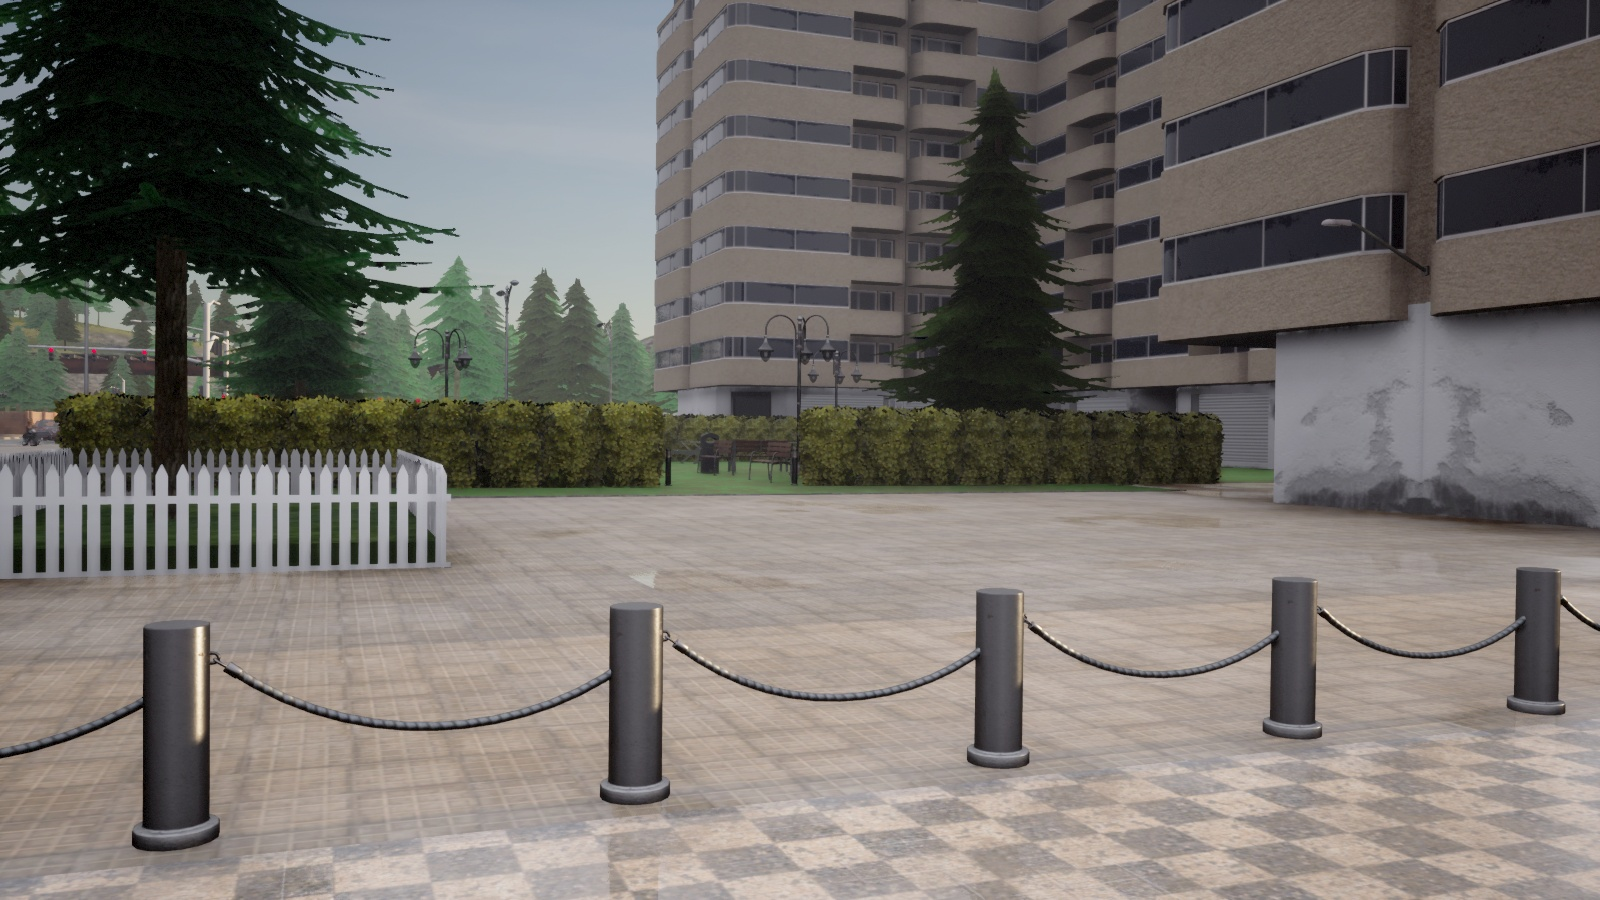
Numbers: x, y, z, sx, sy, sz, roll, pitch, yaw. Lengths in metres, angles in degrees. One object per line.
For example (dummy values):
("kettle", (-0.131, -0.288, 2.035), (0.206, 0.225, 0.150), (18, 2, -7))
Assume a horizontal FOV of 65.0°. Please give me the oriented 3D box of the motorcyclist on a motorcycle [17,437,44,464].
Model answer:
("motorcyclist on a motorcycle", (-47.071, 0.007, 76.825), (2.350, 1.649, 0.766), (0, 1, 42))
